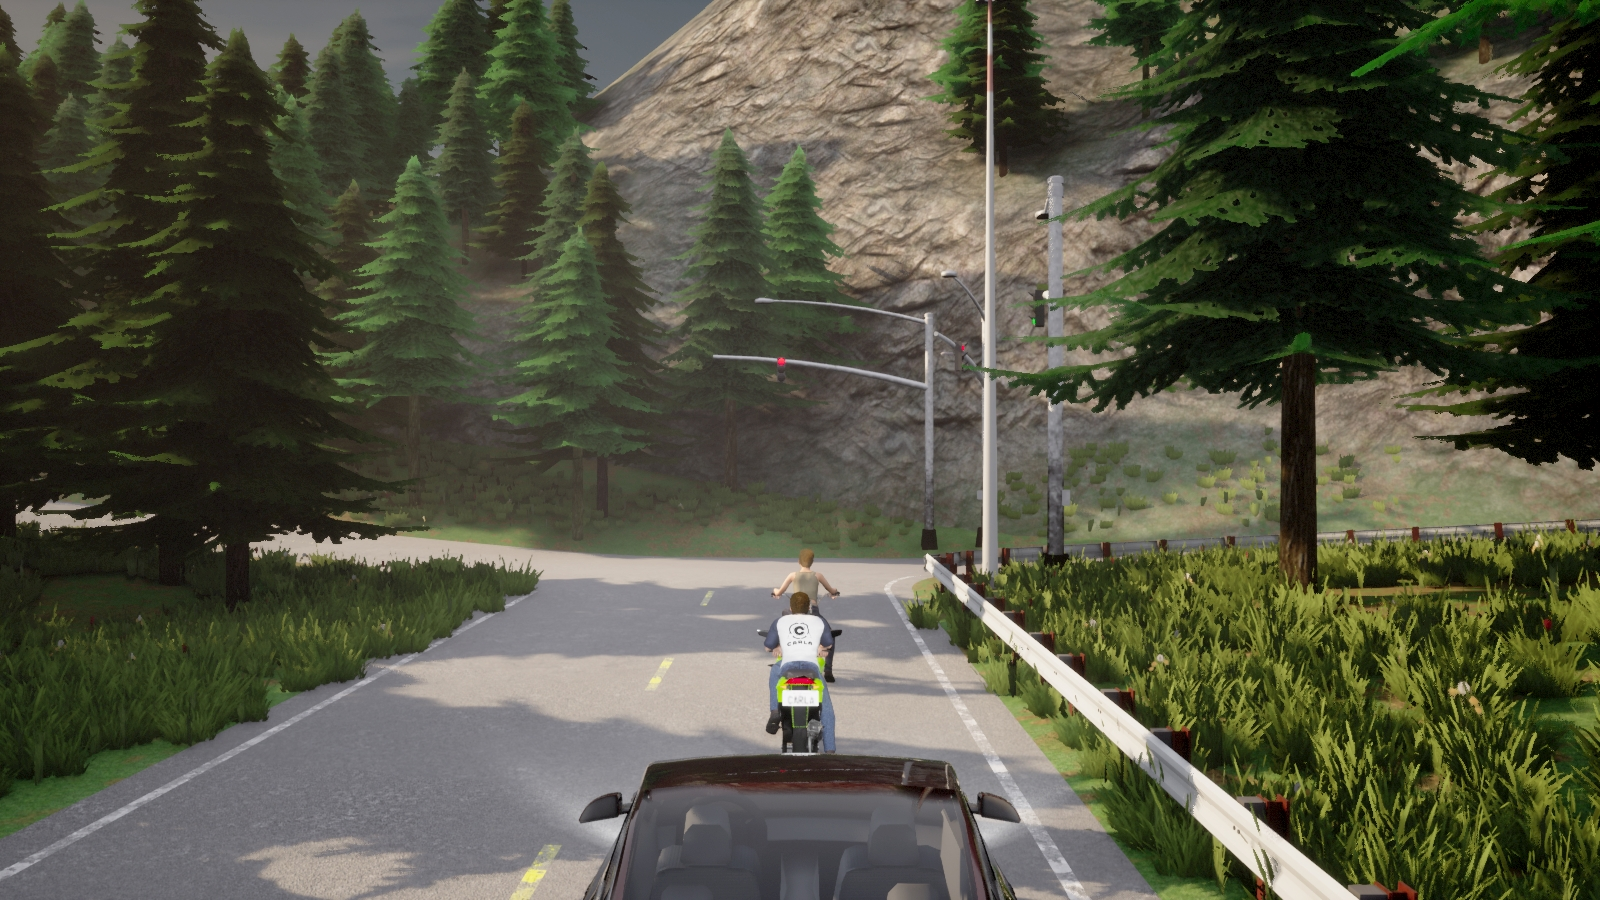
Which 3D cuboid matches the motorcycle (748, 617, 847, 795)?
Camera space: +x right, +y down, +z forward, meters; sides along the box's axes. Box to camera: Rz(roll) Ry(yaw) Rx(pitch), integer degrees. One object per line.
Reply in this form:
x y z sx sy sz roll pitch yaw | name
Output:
-0.020 2.213 10.238 0.803 1.145 2.033 0 0 0 | motorcycle

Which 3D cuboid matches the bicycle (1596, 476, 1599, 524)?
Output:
21.727 1.355 29.474 1.835 1.471 0.329 -5 -2 26 | bicycle

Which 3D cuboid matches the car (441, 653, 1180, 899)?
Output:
0.029 2.063 5.012 2.163 1.488 4.792 0 0 0 | car
